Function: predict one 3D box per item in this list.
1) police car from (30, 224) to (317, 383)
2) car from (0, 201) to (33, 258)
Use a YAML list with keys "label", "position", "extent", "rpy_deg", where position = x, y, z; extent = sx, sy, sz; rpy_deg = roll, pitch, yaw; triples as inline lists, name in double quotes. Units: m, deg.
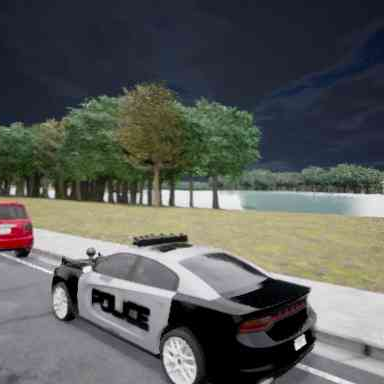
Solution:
- label: "police car"
  position: [-0.639, 1.526, 5.615]
  extent: [5.238, 1.638, 1.930]
  rpy_deg: [0, -1, 43]
- label: "car"
  position: [-7.877, 1.320, 12.393]
  extent: [5.566, 2.045, 2.150]
  rpy_deg: [0, -1, 43]
